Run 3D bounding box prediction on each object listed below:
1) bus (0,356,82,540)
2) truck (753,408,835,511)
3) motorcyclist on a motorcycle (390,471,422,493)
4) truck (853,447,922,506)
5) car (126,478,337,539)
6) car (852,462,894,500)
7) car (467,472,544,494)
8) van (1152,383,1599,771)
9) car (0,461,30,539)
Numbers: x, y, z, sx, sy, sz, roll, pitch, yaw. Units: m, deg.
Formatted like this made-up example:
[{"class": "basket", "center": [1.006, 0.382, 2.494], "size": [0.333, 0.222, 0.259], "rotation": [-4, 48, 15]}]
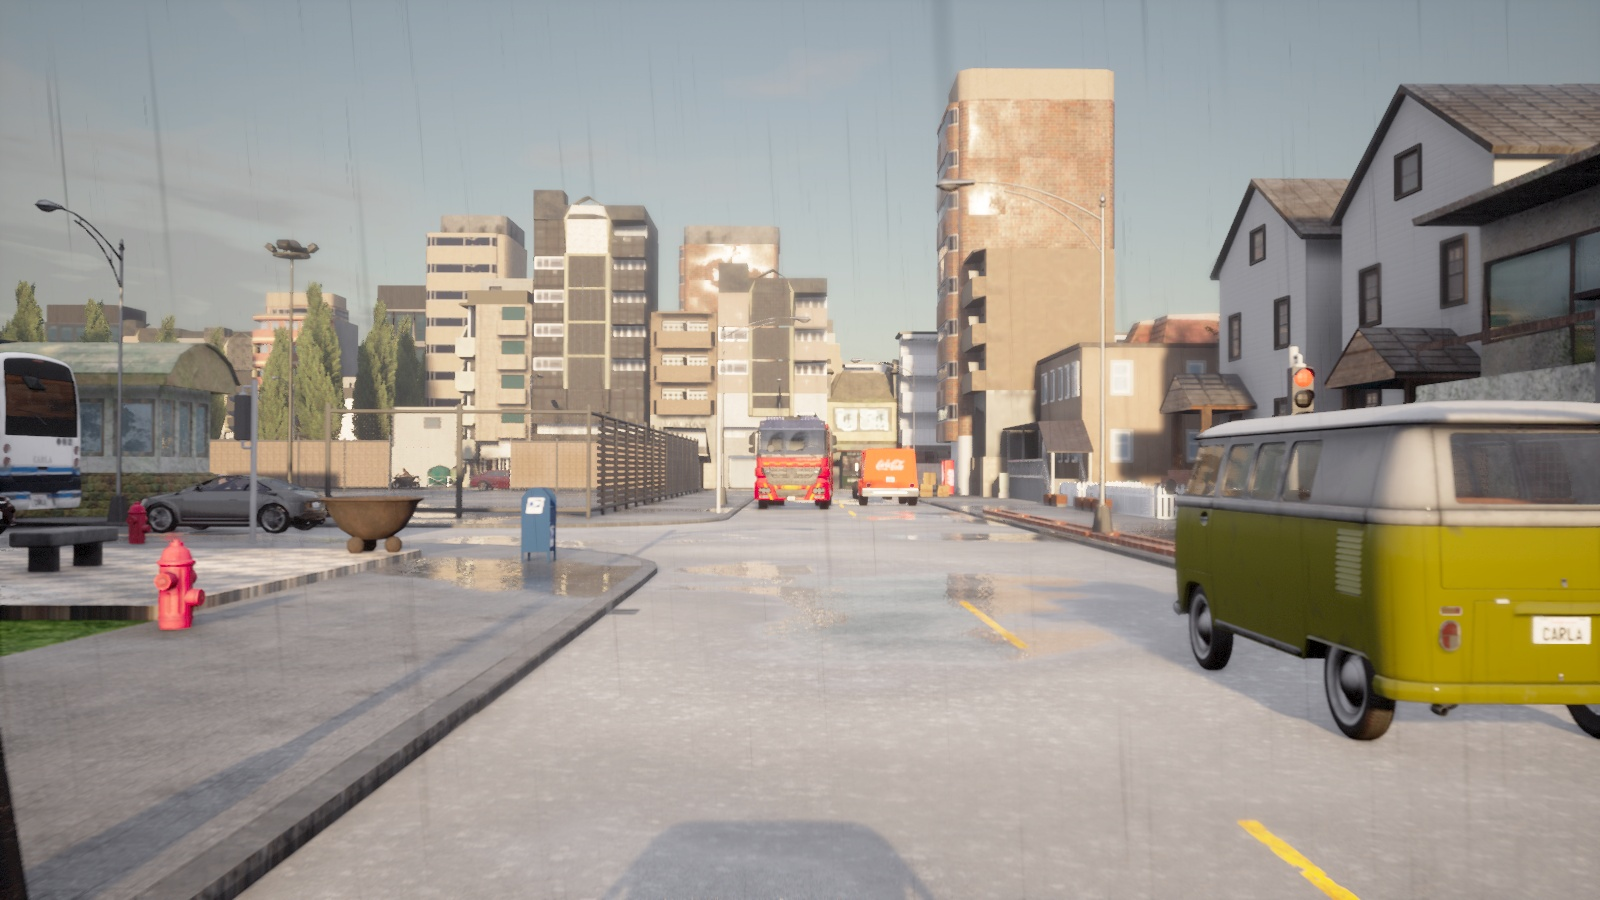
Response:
[{"class": "bus", "center": [-23.546, -0.010, 30.240], "size": [10.273, 4.253, 3.944], "rotation": [0, -1, 1]}, {"class": "truck", "center": [-0.121, 0.429, 51.307], "size": [2.891, 3.827, 8.468], "rotation": [0, -1, 3]}, {"class": "motorcyclist on a motorcycle", "center": [-27.583, 2.242, 87.930], "size": [2.044, 1.523, 0.797], "rotation": [0, -1, 0]}, {"class": "truck", "center": [3.794, 1.152, 55.528], "size": [2.627, 2.467, 5.204], "rotation": [0, -1, -1]}, {"class": "car", "center": [-13.647, 1.392, 30.309], "size": [4.181, 1.385, 1.994], "rotation": [0, -1, 1]}, {"class": "car", "center": [3.771, 1.586, 65.264], "size": [1.905, 1.878, 3.866], "rotation": [0, -1, -1]}, {"class": "car", "center": [-19.663, 2.194, 83.971], "size": [4.674, 1.442, 1.812], "rotation": [0, -1, 0]}, {"class": "van", "center": [3.974, 0.681, 8.676], "size": [1.775, 1.987, 4.442], "rotation": [0, -1, -1]}, {"class": "car", "center": [-19.378, 1.070, 26.405], "size": [5.027, 1.651, 2.152], "rotation": [0, -1, -1]}]
